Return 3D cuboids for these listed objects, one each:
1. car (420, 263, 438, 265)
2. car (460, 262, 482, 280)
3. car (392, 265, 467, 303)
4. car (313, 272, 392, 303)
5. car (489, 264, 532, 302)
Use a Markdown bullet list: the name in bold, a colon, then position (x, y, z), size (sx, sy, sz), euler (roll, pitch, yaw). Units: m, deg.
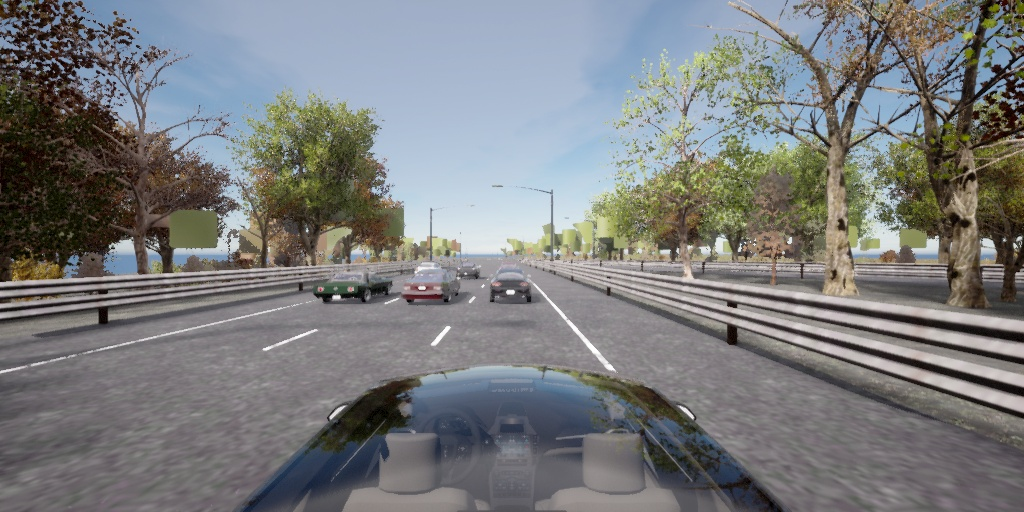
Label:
- **car**: position (-7.298, 1.296, 31.637), size (1.812, 1.442, 4.674), euler (0, 0, -1)
- **car**: position (-3.798, 1.258, 31.706), size (2.128, 1.511, 4.902), euler (0, 0, -1)
- **car**: position (-3.576, 1.316, 16.655), size (2.033, 1.411, 5.357), euler (0, 0, -1)
- **car**: position (-7.076, 1.369, 16.650), size (1.895, 1.301, 4.718), euler (0, 0, -1)
- **car**: position (-0.075, 1.285, 16.690), size (1.812, 1.442, 4.674), euler (0, 0, -1)
